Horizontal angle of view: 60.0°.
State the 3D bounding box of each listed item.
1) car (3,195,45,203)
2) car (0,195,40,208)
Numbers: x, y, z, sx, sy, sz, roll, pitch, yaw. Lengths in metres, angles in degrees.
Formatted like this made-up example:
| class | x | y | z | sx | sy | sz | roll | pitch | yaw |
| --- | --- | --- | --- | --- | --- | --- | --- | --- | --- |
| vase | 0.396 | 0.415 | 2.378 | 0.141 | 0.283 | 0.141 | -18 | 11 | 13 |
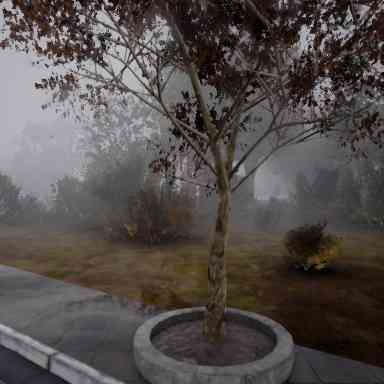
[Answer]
| class | x | y | z | sx | sy | sz | roll | pitch | yaw |
| --- | --- | --- | --- | --- | --- | --- | --- | --- | --- |
| car | -16.632 | 1.118 | 32.751 | 2.097 | 1.767 | 4.553 | 1 | 0 | 32 |
| car | -22.616 | 1.175 | 43.304 | 1.837 | 1.490 | 4.892 | 1 | 0 | 32 |
